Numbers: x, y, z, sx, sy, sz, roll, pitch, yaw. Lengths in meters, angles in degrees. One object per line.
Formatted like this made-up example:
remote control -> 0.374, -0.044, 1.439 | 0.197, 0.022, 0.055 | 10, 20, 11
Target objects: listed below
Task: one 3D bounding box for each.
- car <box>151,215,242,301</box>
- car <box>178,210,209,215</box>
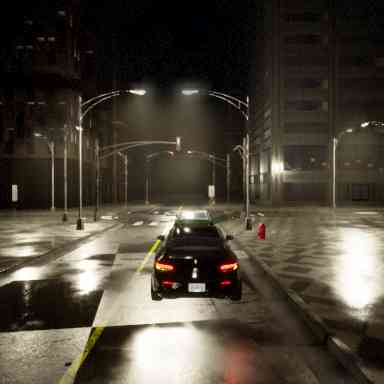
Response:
car -> 0.086, 1.523, 8.186 | 1.812, 1.442, 4.674 | 0, 0, 0
car -> 0.076, 1.593, 17.211 | 1.895, 1.301, 4.718 | 0, 0, 0
